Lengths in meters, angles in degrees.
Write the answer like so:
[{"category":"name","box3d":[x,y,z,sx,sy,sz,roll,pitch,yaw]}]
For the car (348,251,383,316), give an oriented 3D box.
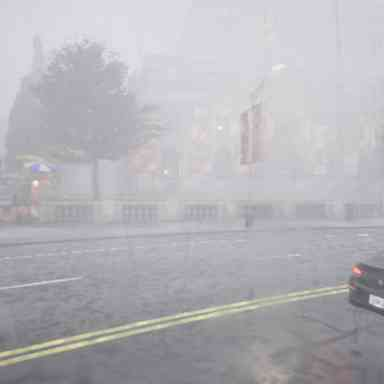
[{"category":"car","box3d":[4.930,1.508,5.953,4.674,1.442,1.812,0,0,-24]}]
